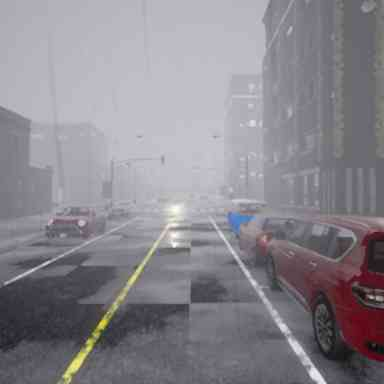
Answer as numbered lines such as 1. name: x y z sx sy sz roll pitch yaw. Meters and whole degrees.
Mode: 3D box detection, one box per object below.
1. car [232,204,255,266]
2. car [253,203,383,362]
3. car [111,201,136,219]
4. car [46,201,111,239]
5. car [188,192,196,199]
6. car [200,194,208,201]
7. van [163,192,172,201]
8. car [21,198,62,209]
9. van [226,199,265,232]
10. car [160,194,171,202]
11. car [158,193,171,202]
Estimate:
1. car: 2.710 1.394 11.221 1.967 1.590 4.097 1 0 0
2. car: 2.710 1.291 5.813 2.192 1.841 5.009 1 0 0
3. car: -5.666 1.440 27.453 2.008 1.369 4.403 1 0 0
4. car: -5.667 1.373 16.639 1.967 1.590 4.097 1 0 0
5. car: 0.037 1.017 89.747 1.837 1.490 4.892 0 0 0
6. car: 2.737 1.124 76.835 1.967 1.590 4.097 1 0 0
7. van: -5.640 1.026 76.777 1.690 1.788 3.998 1 0 0
8. car: -19.282 1.441 42.713 4.507 1.381 1.887 0 0 1
9. van: 2.714 1.273 16.627 1.690 1.788 3.998 1 0 0
10. car: -5.647 1.254 71.090 1.887 1.381 4.507 1 0 0
11. car: -5.726 1.277 65.409 1.887 1.381 4.507 1 0 0
